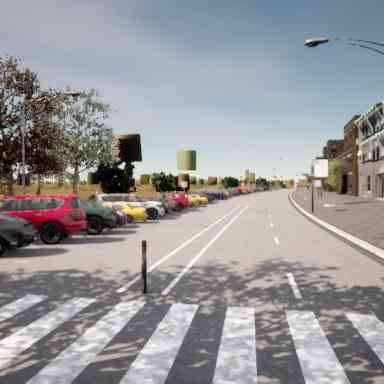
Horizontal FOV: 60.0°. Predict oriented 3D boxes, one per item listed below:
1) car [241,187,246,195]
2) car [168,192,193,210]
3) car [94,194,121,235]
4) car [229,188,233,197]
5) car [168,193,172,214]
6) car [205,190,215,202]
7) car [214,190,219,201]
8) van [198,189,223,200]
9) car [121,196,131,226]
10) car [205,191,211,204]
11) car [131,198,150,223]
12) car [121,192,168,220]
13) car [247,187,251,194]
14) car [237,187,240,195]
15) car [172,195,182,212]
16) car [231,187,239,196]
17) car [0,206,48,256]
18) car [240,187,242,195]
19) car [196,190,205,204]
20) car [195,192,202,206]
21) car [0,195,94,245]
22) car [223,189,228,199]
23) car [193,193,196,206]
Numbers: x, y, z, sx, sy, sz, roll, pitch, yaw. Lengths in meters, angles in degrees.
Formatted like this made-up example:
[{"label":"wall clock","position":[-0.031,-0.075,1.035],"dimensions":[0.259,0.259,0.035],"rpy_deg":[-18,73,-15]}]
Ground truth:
[{"label":"car","position":[9.888,-0.117,83.558],"dimensions":[5.566,2.045,2.435],"rpy_deg":[-1,1,-3]},{"label":"car","position":[-3.066,1.061,34.755],"dimensions":[5.566,2.045,2.435],"rpy_deg":[-1,1,-7]},{"label":"car","position":[-6.790,1.188,17.339],"dimensions":[5.566,2.045,2.435],"rpy_deg":[-1,0,-9]},{"label":"car","position":[4.978,0.536,66.444],"dimensions":[5.008,1.535,2.097],"rpy_deg":[-1,1,-5]},{"label":"car","position":[-4.314,1.268,28.966],"dimensions":[4.553,1.767,2.185],"rpy_deg":[-1,1,-8]},{"label":"car","position":[0.443,0.969,49.209],"dimensions":[5.008,1.535,2.097],"rpy_deg":[-1,1,-6]},{"label":"car","position":[1.157,0.895,52.099],"dimensions":[5.008,1.535,2.097],"rpy_deg":[-1,1,-6]},{"label":"van","position":[2.532,0.526,57.822],"dimensions":[4.442,1.987,1.878],"rpy_deg":[-1,1,-5]},{"label":"car","position":[-6.247,1.315,20.235],"dimensions":[4.553,1.767,2.185],"rpy_deg":[-1,0,-8]},{"label":"car","position":[-0.465,1.044,46.308],"dimensions":[5.366,1.575,1.946],"rpy_deg":[-1,1,-6]},{"label":"car","position":[-5.787,1.435,23.110],"dimensions":[5.366,1.575,1.946],"rpy_deg":[-1,0,-8]},{"label":"car","position":[-4.954,1.168,26.065],"dimensions":[5.566,2.045,2.435],"rpy_deg":[-1,0,-8]},{"label":"car","position":[12.737,-0.062,92.091],"dimensions":[5.366,1.575,1.946],"rpy_deg":[-1,1,-3]},{"label":"car","position":[8.256,0.138,77.869],"dimensions":[4.553,1.767,2.185],"rpy_deg":[-1,1,-4]},{"label":"car","position":[-3.722,1.388,31.859],"dimensions":[4.792,1.488,2.163],"rpy_deg":[-1,1,-8]},{"label":"car","position":[7.388,0.332,75.029],"dimensions":[4.892,1.521,2.231],"rpy_deg":[-1,1,-4]},{"label":"car","position":[-7.979,1.438,11.496],"dimensions":[4.892,1.521,2.231],"rpy_deg":[-1,0,-9]},{"label":"car","position":[9.066,0.238,80.727],"dimensions":[4.674,1.452,2.002],"rpy_deg":[-1,1,-4]},{"label":"car","position":[-1.017,0.991,43.444],"dimensions":[4.553,1.767,2.185],"rpy_deg":[-1,1,-6]},{"label":"car","position":[-1.675,1.189,40.555],"dimensions":[5.008,1.535,2.097],"rpy_deg":[-1,1,-7]},{"label":"car","position":[-7.435,1.187,14.407],"dimensions":[5.566,2.045,2.435],"rpy_deg":[-1,0,-9]},{"label":"car","position":[3.408,0.677,60.720],"dimensions":[5.008,1.535,2.097],"rpy_deg":[-1,1,-5]},{"label":"car","position":[-2.370,1.257,37.668],"dimensions":[4.892,1.521,2.231],"rpy_deg":[-1,1,-7]}]
